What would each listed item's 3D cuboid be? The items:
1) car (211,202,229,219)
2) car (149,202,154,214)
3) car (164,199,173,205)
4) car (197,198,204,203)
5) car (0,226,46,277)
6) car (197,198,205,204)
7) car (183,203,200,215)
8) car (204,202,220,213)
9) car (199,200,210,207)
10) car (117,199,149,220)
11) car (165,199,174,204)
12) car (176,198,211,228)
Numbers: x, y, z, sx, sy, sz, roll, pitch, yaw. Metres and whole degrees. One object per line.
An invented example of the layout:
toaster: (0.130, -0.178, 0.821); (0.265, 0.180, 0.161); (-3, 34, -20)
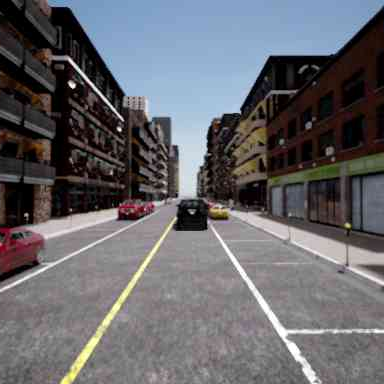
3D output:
car: (2.578, 1.859, 32.414); (1.752, 1.417, 4.829); (0, -1, 0)
car: (-5.822, 1.838, 37.853); (1.967, 1.590, 4.097); (0, -1, 0)
car: (-5.987, 2.408, 82.939); (2.008, 1.369, 4.403); (0, -1, 0)
car: (2.353, 2.529, 94.238); (1.947, 1.339, 4.313); (0, -1, 0)
car: (-5.720, 1.690, 9.673); (1.802, 1.307, 4.206); (0, -1, 0)
car: (2.373, 2.433, 88.772); (1.752, 1.417, 4.829); (0, -1, 0)
car: (-0.042, 2.014, 39.851); (1.895, 1.301, 4.718); (0, -1, 0)
car: (2.537, 1.993, 43.516); (1.887, 1.381, 4.507); (0, -1, 0)
car: (2.456, 2.229, 66.059); (2.008, 1.369, 4.403); (0, -1, 0)
car: (-5.801, 1.656, 32.220); (2.192, 1.841, 5.009); (0, -1, 0)
car: (-6.008, 2.465, 88.576); (2.008, 1.369, 4.403); (0, -1, 0)
car: (0.012, 1.478, 24.428); (2.150, 2.045, 5.566); (0, 0, 0)
